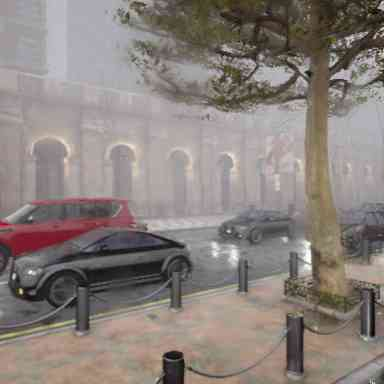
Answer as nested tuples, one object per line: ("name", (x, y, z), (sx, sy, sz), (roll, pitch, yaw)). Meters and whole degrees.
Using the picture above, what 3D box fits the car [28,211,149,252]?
("car", (-4.407, 1.596, 14.544), (4.718, 1.301, 1.895), (0, 0, -36))

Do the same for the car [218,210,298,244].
("car", (3.269, 1.568, 16.035), (4.181, 1.385, 1.994), (0, 0, -35))

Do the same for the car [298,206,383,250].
("car", (7.274, 1.553, 14.588), (5.357, 1.411, 2.033), (0, 0, -35))

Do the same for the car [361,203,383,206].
("car", (11.989, 1.499, 22.251), (4.902, 1.511, 2.128), (0, 0, -36))

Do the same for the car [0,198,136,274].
("car", (-4.446, 1.223, 10.572), (5.566, 2.045, 2.150), (0, 0, -35))

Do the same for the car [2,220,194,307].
("car", (-2.023, 1.565, 8.002), (4.181, 1.385, 1.994), (0, 0, -35))

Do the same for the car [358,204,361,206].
("car", (7.386, 1.532, 18.966), (4.674, 1.442, 1.812), (0, 0, -36))
